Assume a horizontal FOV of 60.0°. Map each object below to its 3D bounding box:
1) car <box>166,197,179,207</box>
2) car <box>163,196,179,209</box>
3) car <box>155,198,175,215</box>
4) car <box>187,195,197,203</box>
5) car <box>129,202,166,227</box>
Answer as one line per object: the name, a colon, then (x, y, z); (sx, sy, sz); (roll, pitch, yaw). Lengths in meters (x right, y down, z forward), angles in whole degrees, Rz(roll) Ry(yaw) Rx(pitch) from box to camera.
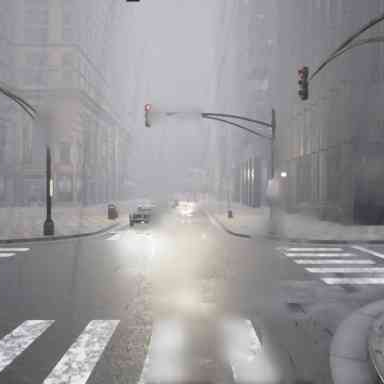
car: (-3.076, 1.531, 53.187); (1.812, 1.442, 4.674); (0, 0, 0)
car: (-3.115, 1.354, 43.146); (2.097, 1.767, 4.553); (0, 0, 0)
car: (-3.108, 1.564, 33.144); (1.994, 1.385, 4.181); (0, 0, 0)
car: (0.068, 1.366, 69.674); (2.097, 1.767, 4.553); (0, 0, 0)
car: (-3.110, 1.601, 23.201); (1.895, 1.301, 4.718); (0, 0, 0)
